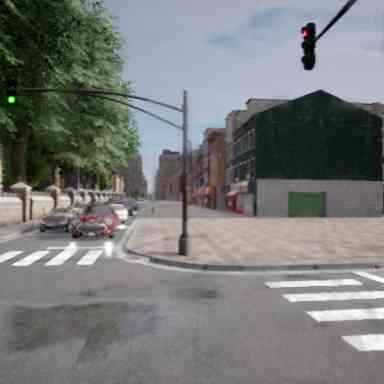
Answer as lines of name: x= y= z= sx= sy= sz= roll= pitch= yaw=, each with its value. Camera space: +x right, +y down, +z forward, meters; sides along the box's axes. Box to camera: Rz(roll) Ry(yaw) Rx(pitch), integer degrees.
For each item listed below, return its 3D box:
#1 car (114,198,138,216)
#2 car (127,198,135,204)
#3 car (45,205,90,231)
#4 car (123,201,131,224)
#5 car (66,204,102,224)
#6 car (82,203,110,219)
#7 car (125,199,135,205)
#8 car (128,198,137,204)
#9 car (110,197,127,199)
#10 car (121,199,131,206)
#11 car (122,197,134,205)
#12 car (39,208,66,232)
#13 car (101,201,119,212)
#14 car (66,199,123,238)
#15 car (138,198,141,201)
car: x=-7.377 y=1.789 z=36.495 sx=2.128 sy=1.511 sz=4.902 roll=1 pitch=-1 yaw=-7
car: x=-15.923 y=2.401 z=87.213 sx=1.752 sy=1.417 sz=4.829 roll=2 pitch=-1 yaw=-7
car: x=-8.349 y=1.675 z=22.715 sx=1.752 sy=1.417 sz=4.829 roll=2 pitch=-1 yaw=-7
car: x=-6.288 y=1.738 z=27.311 sx=1.812 sy=1.442 sz=4.674 roll=1 pitch=-1 yaw=-7
car: x=-8.904 y=1.746 z=27.846 sx=2.008 sy=1.369 sz=4.403 roll=2 pitch=-1 yaw=-7
car: x=-9.545 y=1.811 z=33.258 sx=1.947 sy=1.339 sz=4.313 roll=2 pitch=-1 yaw=-7
car: x=-15.303 y=2.354 z=81.968 sx=2.008 sy=1.369 sz=4.403 roll=2 pitch=-1 yaw=-7
car: x=-16.584 y=2.507 z=92.792 sx=2.008 sy=1.369 sz=4.403 roll=2 pitch=-1 yaw=-7
car: x=-11.457 y=1.724 z=49.498 sx=2.192 sy=1.841 sz=5.009 roll=2 pitch=-1 yaw=-7
car: x=-14.003 y=2.187 z=70.976 sx=1.752 sy=1.417 sz=4.829 roll=2 pitch=-1 yaw=-7
car: x=-14.657 y=2.048 z=76.561 sx=2.192 sy=1.841 sz=5.009 roll=2 pitch=-1 yaw=-7
car: x=-8.094 y=1.683 z=20.757 sx=2.008 sy=1.369 sz=4.403 roll=2 pitch=-1 yaw=-7
car: x=-10.825 y=1.934 z=44.083 sx=1.802 sy=1.307 sz=4.206 roll=2 pitch=-1 yaw=-7
car: x=-5.200 y=1.487 z=18.419 sx=2.097 sy=1.767 sz=4.553 roll=1 pitch=-1 yaw=-8
car: x=-8.505 y=1.961 z=46.285 sx=1.994 sy=1.385 sz=4.181 roll=1 pitch=-1 yaw=-7
